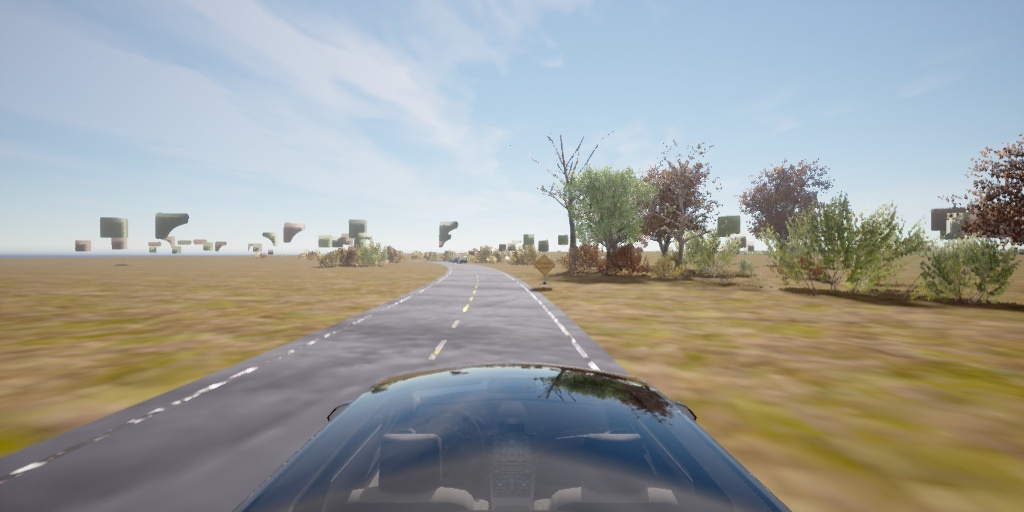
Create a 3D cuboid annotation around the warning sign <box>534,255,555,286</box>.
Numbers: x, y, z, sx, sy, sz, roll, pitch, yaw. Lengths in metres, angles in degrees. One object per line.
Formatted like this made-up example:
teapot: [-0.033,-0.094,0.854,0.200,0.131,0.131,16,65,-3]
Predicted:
warning sign: [1.981,0.848,21.750,1.300,1.860,1.060,0,0,-4]
